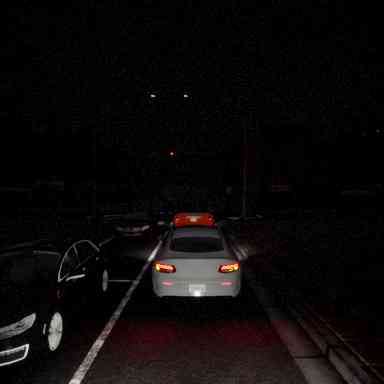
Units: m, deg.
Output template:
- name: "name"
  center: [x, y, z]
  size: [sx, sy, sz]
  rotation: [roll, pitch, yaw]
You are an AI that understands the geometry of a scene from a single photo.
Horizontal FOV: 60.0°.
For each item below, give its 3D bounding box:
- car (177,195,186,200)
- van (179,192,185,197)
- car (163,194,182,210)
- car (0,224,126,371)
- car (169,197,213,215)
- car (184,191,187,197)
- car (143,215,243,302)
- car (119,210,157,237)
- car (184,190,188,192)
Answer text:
- name: "car"
  center: [-2.768, 1.429, 87.822]
  size: [2.008, 1.369, 4.403]
  rotation: [-1, 0, 0]
- name: "van"
  center: [-2.748, 1.359, 65.658]
  size: [1.690, 1.788, 3.998]
  rotation: [-1, 0, 0]
- name: "car"
  center: [-2.721, 1.483, 43.502]
  size: [1.967, 1.590, 4.097]
  rotation: [-2, 0, 0]
- name: "car"
  center: [-2.666, 1.548, 5.830]
  size: [2.008, 1.369, 4.403]
  rotation: [-2, 0, 0]
- name: "car"
  center: [0.076, 1.353, 18.086]
  size: [2.097, 1.767, 4.553]
  rotation: [0, 0, 0]
- name: "car"
  center: [-2.755, 1.307, 71.201]
  size: [2.192, 1.841, 5.009]
  rotation: [-1, 0, 0]
- name: "car"
  center: [0.090, 1.523, 8.123]
  size: [1.812, 1.442, 4.674]
  rotation: [0, 0, 0]
- name: "car"
  center: [-2.680, 1.582, 16.724]
  size: [1.802, 1.307, 4.206]
  rotation: [-2, 0, 0]
- name: "car"
  center: [-2.777, 1.131, 93.371]
  size: [2.192, 1.841, 5.009]
  rotation: [-1, 1, 0]
